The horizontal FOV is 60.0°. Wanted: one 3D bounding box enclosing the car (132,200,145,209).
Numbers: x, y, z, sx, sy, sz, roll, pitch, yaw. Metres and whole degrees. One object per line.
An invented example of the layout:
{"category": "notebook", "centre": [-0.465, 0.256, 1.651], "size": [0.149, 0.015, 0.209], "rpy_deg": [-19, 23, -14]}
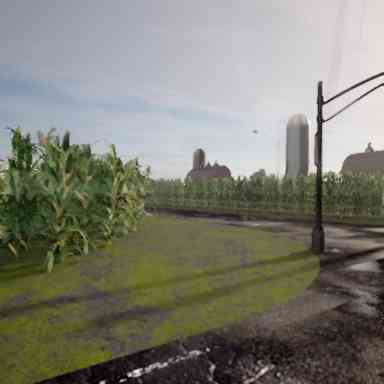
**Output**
{"category": "car", "centre": [-7.042, 1.186, 36.804], "size": [1.882, 1.535, 5.008], "rpy_deg": [2, 0, -38]}
